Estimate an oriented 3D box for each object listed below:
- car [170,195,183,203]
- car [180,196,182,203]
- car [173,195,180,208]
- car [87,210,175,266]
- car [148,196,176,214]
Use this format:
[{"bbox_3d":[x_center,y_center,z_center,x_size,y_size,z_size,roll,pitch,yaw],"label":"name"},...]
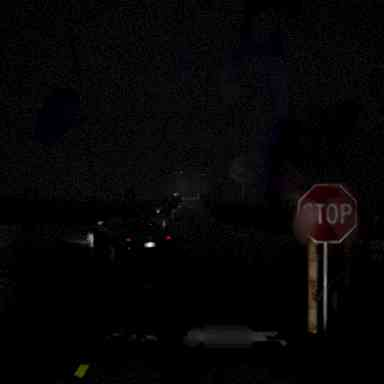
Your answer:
[{"bbox_3d":[-2.807,1.309,61.297,2.033,1.411,5.357,0,0,0],"label":"car"},{"bbox_3d":[-2.870,1.287,50.640,2.128,1.511,4.902,0,0,0],"label":"car"},{"bbox_3d":[-2.868,1.394,40.504,1.994,1.385,4.181,0,0,0],"label":"car"},{"bbox_3d":[-2.241,1.487,11.624,1.994,1.385,4.181,1,1,-29],"label":"car"},{"bbox_3d":[-2.868,1.363,30.509,2.128,1.511,4.902,0,0,0],"label":"car"}]
